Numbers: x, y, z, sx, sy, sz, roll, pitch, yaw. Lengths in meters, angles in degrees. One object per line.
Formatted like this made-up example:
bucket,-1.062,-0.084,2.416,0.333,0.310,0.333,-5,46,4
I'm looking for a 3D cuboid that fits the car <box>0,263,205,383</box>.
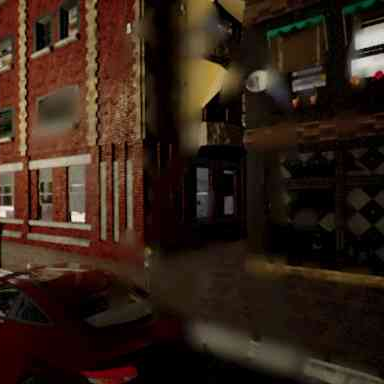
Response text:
car,-1.807,1.572,4.145,4.206,1.307,1.802,0,-1,36
